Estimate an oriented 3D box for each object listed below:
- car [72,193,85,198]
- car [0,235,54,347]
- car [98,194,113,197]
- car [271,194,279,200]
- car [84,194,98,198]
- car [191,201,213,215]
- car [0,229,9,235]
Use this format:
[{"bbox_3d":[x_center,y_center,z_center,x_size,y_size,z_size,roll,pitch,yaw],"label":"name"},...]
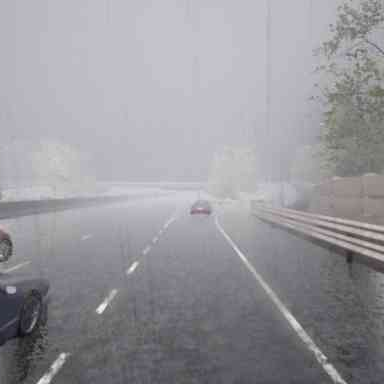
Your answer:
[{"bbox_3d":[-27.995,1.237,82.756,2.150,2.045,5.566,0,0,0],"label":"car"},{"bbox_3d":[-3.400,1.547,3.526,2.033,1.411,5.357,0,0,0],"label":"car"},{"bbox_3d":[-20.995,1.367,82.816,2.097,1.767,4.553,0,0,0],"label":"car"},{"bbox_3d":[22.695,1.872,90.614,2.033,1.411,5.357,0,3,20],"label":"car"},{"bbox_3d":[-24.495,1.367,82.816,2.097,1.767,4.553,0,0,0],"label":"car"},{"bbox_3d":[1.067,1.567,34.084,1.994,1.385,4.181,0,0,8],"label":"car"},{"bbox_3d":[-6.900,1.352,9.001,2.097,1.767,4.553,0,0,0],"label":"car"}]
